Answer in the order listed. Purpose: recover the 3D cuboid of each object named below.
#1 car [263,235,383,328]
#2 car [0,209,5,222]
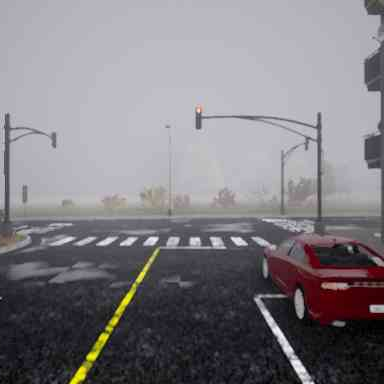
[{"bbox_3d":[2.704,1.567,7.064,1.887,1.381,4.507,0,0,0],"label":"car"},{"bbox_3d":[-16.711,1.756,25.239,4.902,1.511,2.128,-1,0,0],"label":"car"}]
